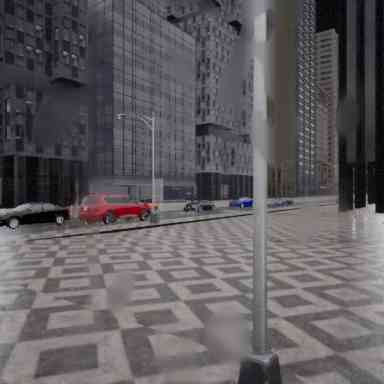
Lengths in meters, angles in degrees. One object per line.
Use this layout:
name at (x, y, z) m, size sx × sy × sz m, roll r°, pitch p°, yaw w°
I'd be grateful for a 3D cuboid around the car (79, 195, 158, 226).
car at (-5.286, 1.195, 23.620) m, size 2.150 × 2.045 × 5.566 m, roll 0°, pitch 0°, yaw 36°

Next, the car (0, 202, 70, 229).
car at (-10.520, 1.456, 21.882) m, size 1.882 × 1.535 × 5.008 m, roll 0°, pitch 0°, yaw 36°

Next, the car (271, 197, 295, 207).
car at (13.471, 1.478, 49.260) m, size 2.033 × 1.411 × 5.357 m, roll 0°, pitch 0°, yaw 36°

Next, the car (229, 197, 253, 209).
car at (6.888, 1.417, 45.596) m, size 1.882 × 1.535 × 5.008 m, roll 0°, pitch 0°, yaw 38°

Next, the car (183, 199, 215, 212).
car at (0.870, 1.517, 37.446) m, size 1.994 × 1.385 × 4.181 m, roll 0°, pitch 0°, yaw 36°

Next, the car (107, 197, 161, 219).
car at (-5.030, 1.318, 29.385) m, size 2.097 × 1.767 × 4.553 m, roll 0°, pitch 0°, yaw 36°
